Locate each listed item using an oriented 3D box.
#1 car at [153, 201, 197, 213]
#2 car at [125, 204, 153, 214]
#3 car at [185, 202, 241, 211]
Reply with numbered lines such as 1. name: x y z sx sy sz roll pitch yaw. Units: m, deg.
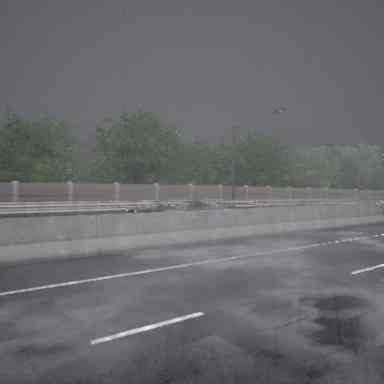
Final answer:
1. car: -0.200 1.501 25.351 4.892 1.490 1.837 0 0 -35
2. car: -3.075 1.596 27.600 4.718 1.301 1.895 0 0 -36
3. car: 2.011 1.560 22.628 4.181 1.385 1.994 0 0 -35
